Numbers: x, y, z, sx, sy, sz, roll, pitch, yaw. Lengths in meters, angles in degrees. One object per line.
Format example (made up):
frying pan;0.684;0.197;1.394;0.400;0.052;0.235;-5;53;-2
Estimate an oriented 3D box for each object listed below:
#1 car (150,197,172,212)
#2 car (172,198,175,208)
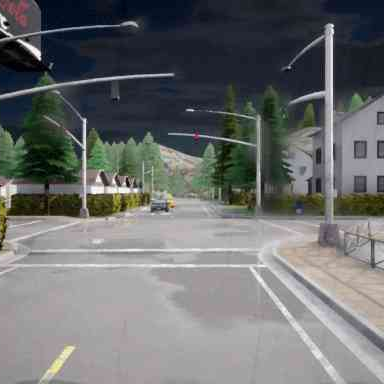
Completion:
car;-3.595;1.526;38.168;1.812;1.442;4.674;0;0;0
car;-3.601;1.478;48.640;1.882;1.535;5.008;0;0;0
